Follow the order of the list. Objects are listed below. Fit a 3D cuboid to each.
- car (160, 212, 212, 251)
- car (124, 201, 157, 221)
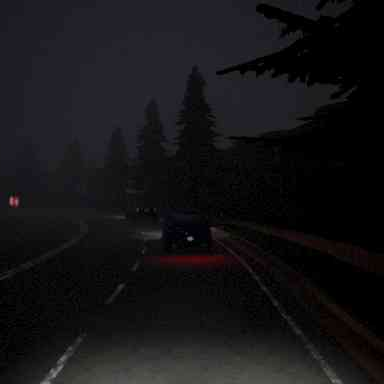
[{"bbox_3d":[-0.374,1.620,15.015,1.882,1.535,5.008,0,0,-7],"label":"car"},{"bbox_3d":[-4.813,1.639,30.646,2.097,1.767,4.553,0,-1,-25],"label":"car"}]
